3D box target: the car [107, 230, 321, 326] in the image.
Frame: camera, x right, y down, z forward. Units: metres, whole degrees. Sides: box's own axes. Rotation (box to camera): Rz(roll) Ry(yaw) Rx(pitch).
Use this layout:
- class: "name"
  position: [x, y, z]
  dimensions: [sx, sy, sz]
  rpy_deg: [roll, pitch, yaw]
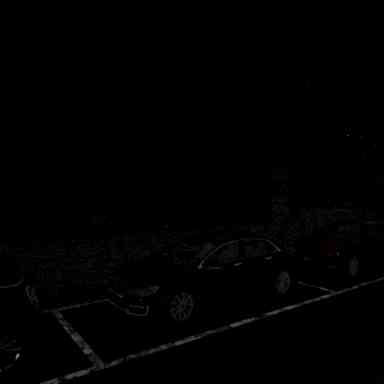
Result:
- class: "car"
  position: [0.447, 1.550, 6.970]
  dimensions: [4.403, 1.369, 2.008]
  rpy_deg: [0, 0, -36]

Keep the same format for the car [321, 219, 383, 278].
- class: "car"
  position: [4.889, 1.542, 10.139]
  dimensions: [4.507, 1.381, 1.887]
  rpy_deg: [0, 0, -36]

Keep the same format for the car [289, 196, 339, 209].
- class: "car"
  position: [13.379, 1.130, 36.745]
  dimensions: [2.033, 1.411, 5.357]
  rpy_deg: [0, 1, -36]

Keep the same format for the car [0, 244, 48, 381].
- class: "car"
  position: [-3.995, 1.440, 3.800]
  dimensions: [4.097, 1.590, 1.967]
  rpy_deg: [0, 0, -36]
